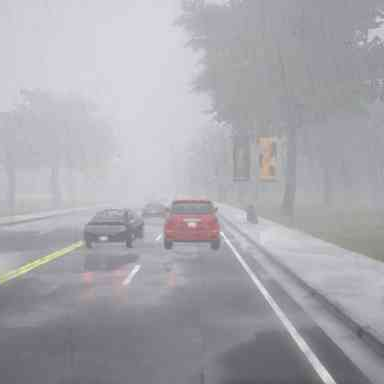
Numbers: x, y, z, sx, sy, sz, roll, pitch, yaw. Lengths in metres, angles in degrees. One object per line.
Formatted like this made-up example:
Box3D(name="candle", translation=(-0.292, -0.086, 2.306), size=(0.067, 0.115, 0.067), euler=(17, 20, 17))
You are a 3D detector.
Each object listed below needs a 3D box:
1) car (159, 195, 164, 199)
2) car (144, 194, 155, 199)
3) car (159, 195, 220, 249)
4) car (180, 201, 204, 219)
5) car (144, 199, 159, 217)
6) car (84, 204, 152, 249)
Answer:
Box3D(name="car", translation=(-6.500, 1.525, 75.927), size=(1.812, 1.442, 4.674), euler=(0, 0, 0))
Box3D(name="car", translation=(-9.750, 1.356, 75.957), size=(2.097, 1.767, 4.553), euler=(0, 0, 0))
Box3D(name="car", translation=(0.000, 1.260, 14.680), size=(2.150, 2.045, 5.566), euler=(0, 0, 0))
Box3D(name="car", translation=(0.000, 1.581, 29.650), size=(1.994, 1.385, 4.181), euler=(0, 0, 0))
Box3D(name="car", translation=(-3.250, 1.581, 29.651), size=(1.994, 1.385, 4.181), euler=(0, 0, 0))
Box3D(name="car", translation=(-3.250, 1.497, 14.651), size=(2.128, 1.511, 4.902), euler=(0, 0, 0))
